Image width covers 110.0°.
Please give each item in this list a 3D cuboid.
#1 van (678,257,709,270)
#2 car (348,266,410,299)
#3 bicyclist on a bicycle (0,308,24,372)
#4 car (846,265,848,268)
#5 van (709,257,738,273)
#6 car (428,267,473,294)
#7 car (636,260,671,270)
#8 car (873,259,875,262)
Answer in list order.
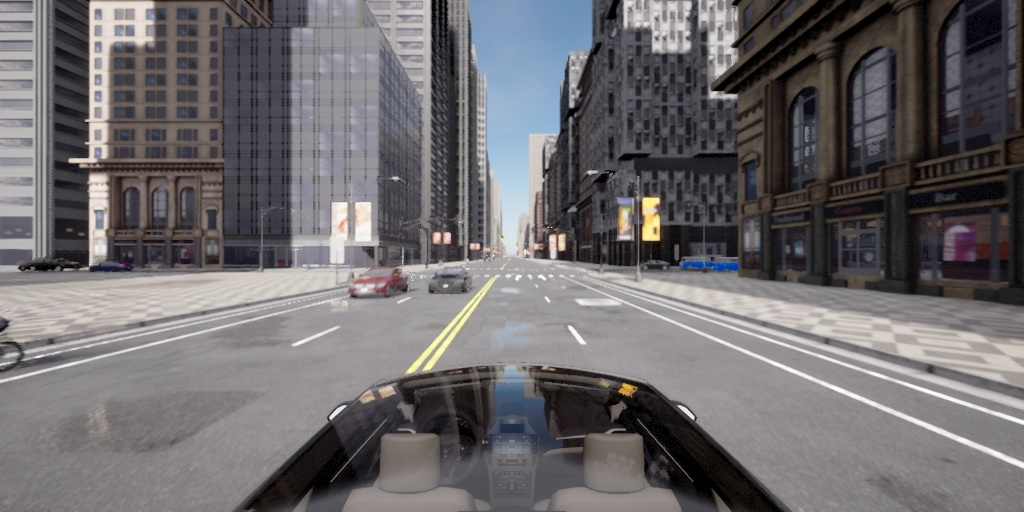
[{"bbox_3d":[24.750,1.024,48.572,3.998,1.789,1.690,0,0,0],"label":"van"},{"bbox_3d":[-6.588,1.269,18.298,1.812,1.442,4.674,0,0,0],"label":"car"},{"bbox_3d":[-8.748,1.185,5.682,0.866,1.612,1.509,0,0,0],"label":"bicyclist on a bicycle"},{"bbox_3d":[35.952,1.238,39.998,4.207,1.307,1.802,0,0,0],"label":"car"},{"bbox_3d":[24.714,1.018,40.047,3.998,1.789,1.690,0,0,0],"label":"van"},{"bbox_3d":[-3.333,1.307,20.041,1.994,1.385,4.181,0,0,0],"label":"car"},{"bbox_3d":[19.131,1.245,48.596,4.403,1.370,2.007,0,0,0],"label":"car"},{"bbox_3d":[41.571,1.086,39.974,4.097,1.591,1.967,0,0,0],"label":"car"}]
